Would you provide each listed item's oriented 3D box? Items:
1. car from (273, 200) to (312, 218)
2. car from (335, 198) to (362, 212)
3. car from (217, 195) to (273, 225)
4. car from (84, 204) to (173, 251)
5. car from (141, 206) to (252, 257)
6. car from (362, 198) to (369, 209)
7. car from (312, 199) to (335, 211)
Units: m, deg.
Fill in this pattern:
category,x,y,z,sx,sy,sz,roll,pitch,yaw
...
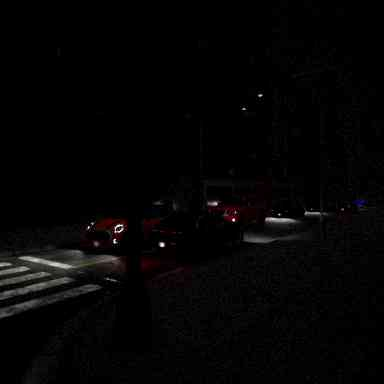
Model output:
category,x,y,z,sx,sy,sz,roll,pitch,yaw
car,8.994,1.537,30.635,2.033,1.411,5.357,0,0,35
car,17.831,1.604,38.348,1.895,1.301,4.718,0,0,35
car,3.139,1.213,22.156,2.150,2.045,5.566,0,0,35
car,-2.306,1.344,14.213,2.097,1.767,4.553,0,0,34
car,0.373,1.510,13.129,1.837,1.490,4.892,0,0,35
car,23.574,1.535,46.750,1.812,1.442,4.674,0,0,35
car,14.732,1.536,38.882,2.033,1.411,5.357,0,0,35
